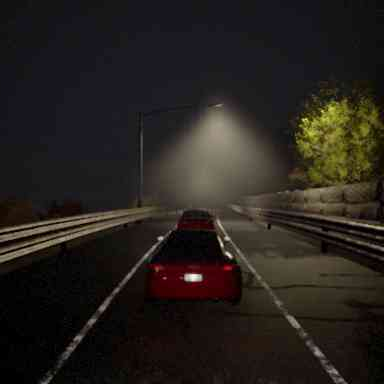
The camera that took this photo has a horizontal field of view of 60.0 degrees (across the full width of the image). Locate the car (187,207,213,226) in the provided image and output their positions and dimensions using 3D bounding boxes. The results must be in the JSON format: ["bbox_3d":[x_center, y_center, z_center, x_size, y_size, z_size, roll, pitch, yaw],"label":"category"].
[{"bbox_3d":[0.795,2.093,29.314,2.033,1.411,5.357,0,-2,3],"label":"car"}]

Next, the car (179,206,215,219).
[{"bbox_3d":[0.259,1.707,18.432,1.882,1.535,5.008,0,-2,2],"label":"car"}]

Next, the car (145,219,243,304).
[{"bbox_3d":[0.050,1.590,8.216,1.994,1.385,4.181,0,-1,1],"label":"car"}]

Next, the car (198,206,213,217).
[{"bbox_3d":[1.897,2.629,45.820,1.895,1.301,4.718,0,-2,4],"label":"car"}]
